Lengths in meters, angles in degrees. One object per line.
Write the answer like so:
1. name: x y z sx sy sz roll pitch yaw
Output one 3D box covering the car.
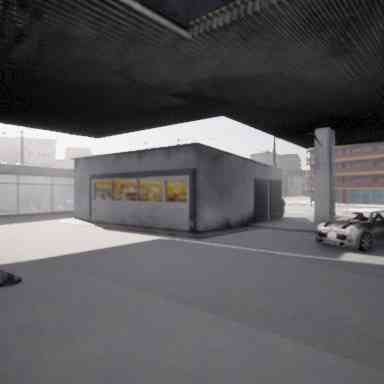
1. car: 6.841 1.438 13.421 3.806 1.475 1.970 0 0 -30
